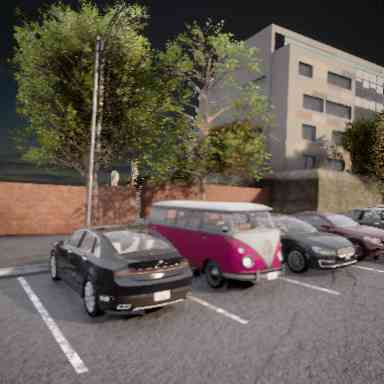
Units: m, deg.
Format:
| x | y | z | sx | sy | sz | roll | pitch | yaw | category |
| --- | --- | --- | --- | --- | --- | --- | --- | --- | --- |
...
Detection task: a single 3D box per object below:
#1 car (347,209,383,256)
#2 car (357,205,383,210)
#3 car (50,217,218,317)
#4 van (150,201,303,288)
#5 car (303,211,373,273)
| x | y | z | sx | sy | sz | roll | pitch | yaw | category |
| --- | --- | --- | --- | --- | --- | --- | --- | --- | --- |
| 5.037 | 1.466 | 12.378 | 2.002 | 1.452 | 4.674 | -1 | 1 | -35 | car |
| 7.238 | 1.401 | 13.888 | 2.231 | 1.521 | 4.892 | -1 | 1 | -35 | car |
| -1.866 | 1.476 | 7.604 | 2.231 | 1.521 | 4.892 | 1 | 0 | -35 | car |
| 0.507 | 1.249 | 9.107 | 1.878 | 1.987 | 4.442 | 0 | 0 | -35 | van |
| 2.738 | 1.454 | 10.797 | 2.231 | 1.521 | 4.892 | 0 | 0 | -35 | car |
